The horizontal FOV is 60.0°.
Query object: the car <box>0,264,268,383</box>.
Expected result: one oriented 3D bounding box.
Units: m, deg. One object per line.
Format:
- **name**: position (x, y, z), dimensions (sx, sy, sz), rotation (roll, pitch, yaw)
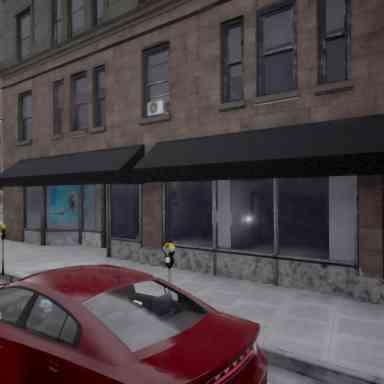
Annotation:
- **car**: position (-1.396, 1.545, 3.861), dimensions (4.507, 1.381, 1.887), rotation (0, 0, 36)
